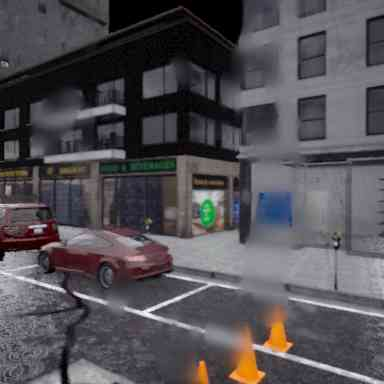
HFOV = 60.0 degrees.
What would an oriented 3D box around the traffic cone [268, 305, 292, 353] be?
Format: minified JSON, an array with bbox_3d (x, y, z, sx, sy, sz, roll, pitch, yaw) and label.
[{"bbox_3d":[1.258,1.974,4.907,0.340,0.580,0.340,0,0,36],"label":"traffic cone"}]

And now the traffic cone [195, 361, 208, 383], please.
[{"bbox_3d":[0.095,1.966,3.279,0.340,0.580,0.340,0,0,36],"label":"traffic cone"}]

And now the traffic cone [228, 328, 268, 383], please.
[{"bbox_3d":[0.676,1.970,4.093,0.340,0.580,0.340,0,0,36],"label":"traffic cone"}]

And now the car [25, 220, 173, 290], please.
[{"bbox_3d":[-2.418,1.600,8.924,4.206,1.307,1.802,0,0,36],"label":"car"}]

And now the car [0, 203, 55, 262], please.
[{"bbox_3d":[-6.895,1.328,12.121,5.009,1.841,2.192,0,0,36],"label":"car"}]
